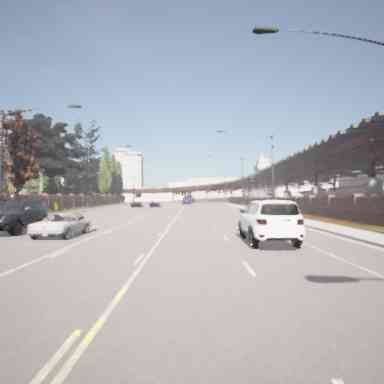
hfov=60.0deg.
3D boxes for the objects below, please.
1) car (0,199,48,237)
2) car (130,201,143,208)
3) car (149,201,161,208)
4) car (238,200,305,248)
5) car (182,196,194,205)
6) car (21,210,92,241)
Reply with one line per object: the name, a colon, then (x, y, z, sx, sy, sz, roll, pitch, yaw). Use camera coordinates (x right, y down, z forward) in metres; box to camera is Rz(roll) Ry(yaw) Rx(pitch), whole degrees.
car: (-10.592, 1.444, 19.991, 2.150, 2.045, 5.566, 0, -1, 0)
car: (-10.490, 2.296, 62.948, 1.895, 1.301, 4.718, 0, -1, 0)
car: (-6.990, 2.296, 62.947, 1.895, 1.301, 4.718, 0, -1, 0)
car: (3.605, 1.397, 15.930, 2.150, 2.045, 5.566, 0, -1, 0)
car: (-1.203, 2.225, 79.607, 2.097, 1.767, 4.553, 0, -1, 0)
car: (-7.094, 1.803, 18.244, 1.895, 1.301, 4.718, 0, -1, 0)
